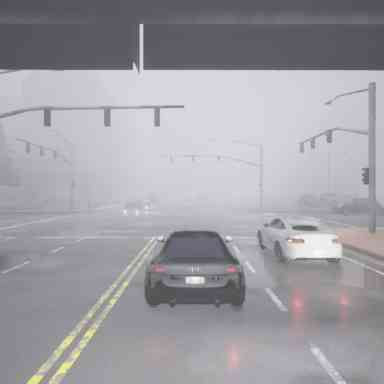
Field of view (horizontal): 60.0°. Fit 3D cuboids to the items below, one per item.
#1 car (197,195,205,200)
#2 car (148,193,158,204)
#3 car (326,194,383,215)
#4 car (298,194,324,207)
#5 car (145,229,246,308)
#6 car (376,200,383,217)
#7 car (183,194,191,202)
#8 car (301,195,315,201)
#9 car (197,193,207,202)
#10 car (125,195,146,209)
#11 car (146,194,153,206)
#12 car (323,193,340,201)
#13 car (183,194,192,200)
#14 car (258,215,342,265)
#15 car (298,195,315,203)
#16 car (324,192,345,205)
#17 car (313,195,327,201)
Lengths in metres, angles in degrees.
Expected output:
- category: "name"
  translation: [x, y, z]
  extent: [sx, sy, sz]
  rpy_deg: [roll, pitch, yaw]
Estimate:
- category: "car"
  translation: [2.337, 1.405, 86.053]
  extent: [1.994, 1.385, 4.181]
  rpy_deg: [0, 0, 0]
- category: "car"
  translation: [-8.057, 1.242, 66.064]
  extent: [2.150, 2.045, 5.566]
  rpy_deg: [0, 0, 0]
- category: "car"
  translation: [16.351, 1.362, 33.153]
  extent: [4.553, 1.767, 2.097]
  rpy_deg: [0, 0, 1]
- category: "car"
  translation: [16.641, 1.168, 47.382]
  extent: [1.932, 1.855, 4.605]
  rpy_deg: [0, 0, 0]
- category: "car"
  translation: [0.069, 1.566, 8.031]
  extent: [1.994, 1.385, 4.181]
  rpy_deg: [0, 0, 0]
- category: "car"
  translation: [19.148, 1.610, 29.623]
  extent: [4.718, 1.301, 1.895]
  rpy_deg: [0, 0, 1]
- category: "car"
  translation: [-1.103, 1.617, 76.959]
  extent: [1.895, 1.301, 4.718]
  rpy_deg: [0, 0, 0]
- category: "car"
  translation: [27.910, 1.420, 79.931]
  extent: [1.970, 1.475, 3.806]
  rpy_deg: [0, 0, 0]
- category: "car"
  translation: [2.397, 1.247, 76.985]
  extent: [2.150, 2.045, 5.566]
  rpy_deg: [0, 0, 0]
- category: "car"
  translation: [-7.998, 1.492, 46.130]
  extent: [1.882, 1.535, 5.008]
  rpy_deg: [0, 0, 0]
- category: "car"
  translation: [-8.048, 1.543, 55.411]
  extent: [1.812, 1.442, 4.674]
  rpy_deg: [0, 0, 0]
- category: "car"
  translation: [33.488, 1.178, 79.998]
  extent: [1.932, 1.855, 4.605]
  rpy_deg: [0, 0, 0]
- category: "car"
  translation: [-1.163, 1.378, 86.030]
  extent: [2.128, 1.511, 4.902]
  rpy_deg: [0, 0, 0]
- category: "car"
  translation: [3.581, 1.529, 11.635]
  extent: [1.812, 1.442, 4.674]
  rpy_deg: [0, 0, 0]
- category: "car"
  translation: [22.188, 1.415, 64.812]
  extent: [1.970, 1.475, 3.806]
  rpy_deg: [0, 0, 0]
- category: "car"
  translation: [19.536, 1.171, 47.336]
  extent: [1.905, 1.878, 3.866]
  rpy_deg: [0, 0, 0]
- category: "car"
  translation: [30.805, 1.388, 79.939]
  extent: [1.784, 1.438, 3.905]
  rpy_deg: [0, 0, 0]
